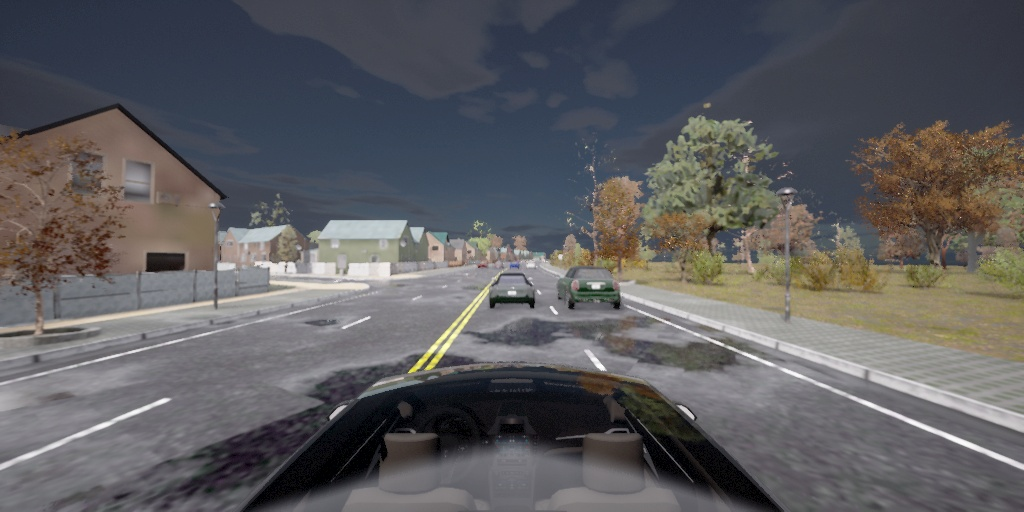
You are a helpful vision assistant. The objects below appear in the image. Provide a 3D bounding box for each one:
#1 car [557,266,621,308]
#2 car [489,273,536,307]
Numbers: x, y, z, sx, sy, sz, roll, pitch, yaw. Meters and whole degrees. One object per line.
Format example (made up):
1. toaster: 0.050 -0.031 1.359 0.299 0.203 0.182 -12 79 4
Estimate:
1. car: 3.254 1.233 16.001 2.097 1.767 4.553 0 -1 0
2. car: 0.007 1.450 16.223 1.994 1.385 4.181 0 0 0
